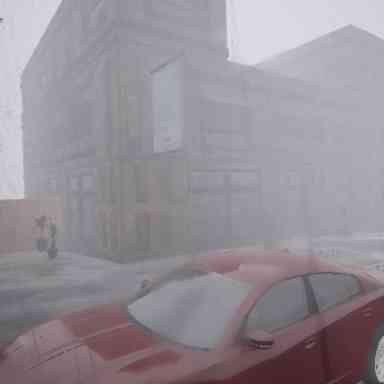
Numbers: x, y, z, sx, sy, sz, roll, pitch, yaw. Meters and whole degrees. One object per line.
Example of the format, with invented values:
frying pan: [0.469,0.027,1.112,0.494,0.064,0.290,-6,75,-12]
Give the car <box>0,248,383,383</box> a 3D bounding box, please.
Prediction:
car: [0.520,1.476,3.742,5.008,1.535,1.882,0,0,-35]
